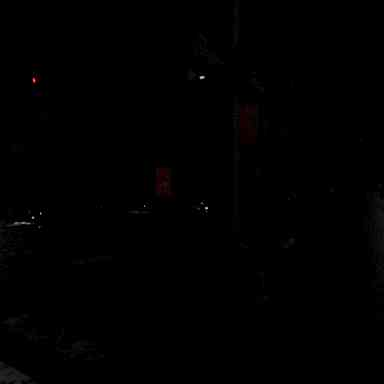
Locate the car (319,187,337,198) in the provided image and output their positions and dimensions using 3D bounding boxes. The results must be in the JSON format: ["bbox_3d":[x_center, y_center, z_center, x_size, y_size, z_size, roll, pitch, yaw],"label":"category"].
[{"bbox_3d":[25.027,0.106,61.006,2.150,2.045,5.566,0,1,35],"label":"car"}]

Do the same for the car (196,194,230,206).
[{"bbox_3d":[2.720,0.896,40.711,2.033,1.411,5.357,0,1,36],"label":"car"}]

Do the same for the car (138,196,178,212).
[{"bbox_3d":[-3.227,1.090,32.197,1.994,1.385,4.181,0,1,35],"label":"car"}]

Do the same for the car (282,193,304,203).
[{"bbox_3d":[13.611,0.766,44.638,1.994,1.385,4.181,0,1,35],"label":"car"}]

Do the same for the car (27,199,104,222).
[{"bbox_3d":[-8.935,1.249,24.030,2.033,1.411,5.357,0,1,35],"label":"car"}]

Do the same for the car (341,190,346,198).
[{"bbox_3d":[28.278,0.378,59.977,1.837,1.490,4.892,0,1,34],"label":"car"}]
